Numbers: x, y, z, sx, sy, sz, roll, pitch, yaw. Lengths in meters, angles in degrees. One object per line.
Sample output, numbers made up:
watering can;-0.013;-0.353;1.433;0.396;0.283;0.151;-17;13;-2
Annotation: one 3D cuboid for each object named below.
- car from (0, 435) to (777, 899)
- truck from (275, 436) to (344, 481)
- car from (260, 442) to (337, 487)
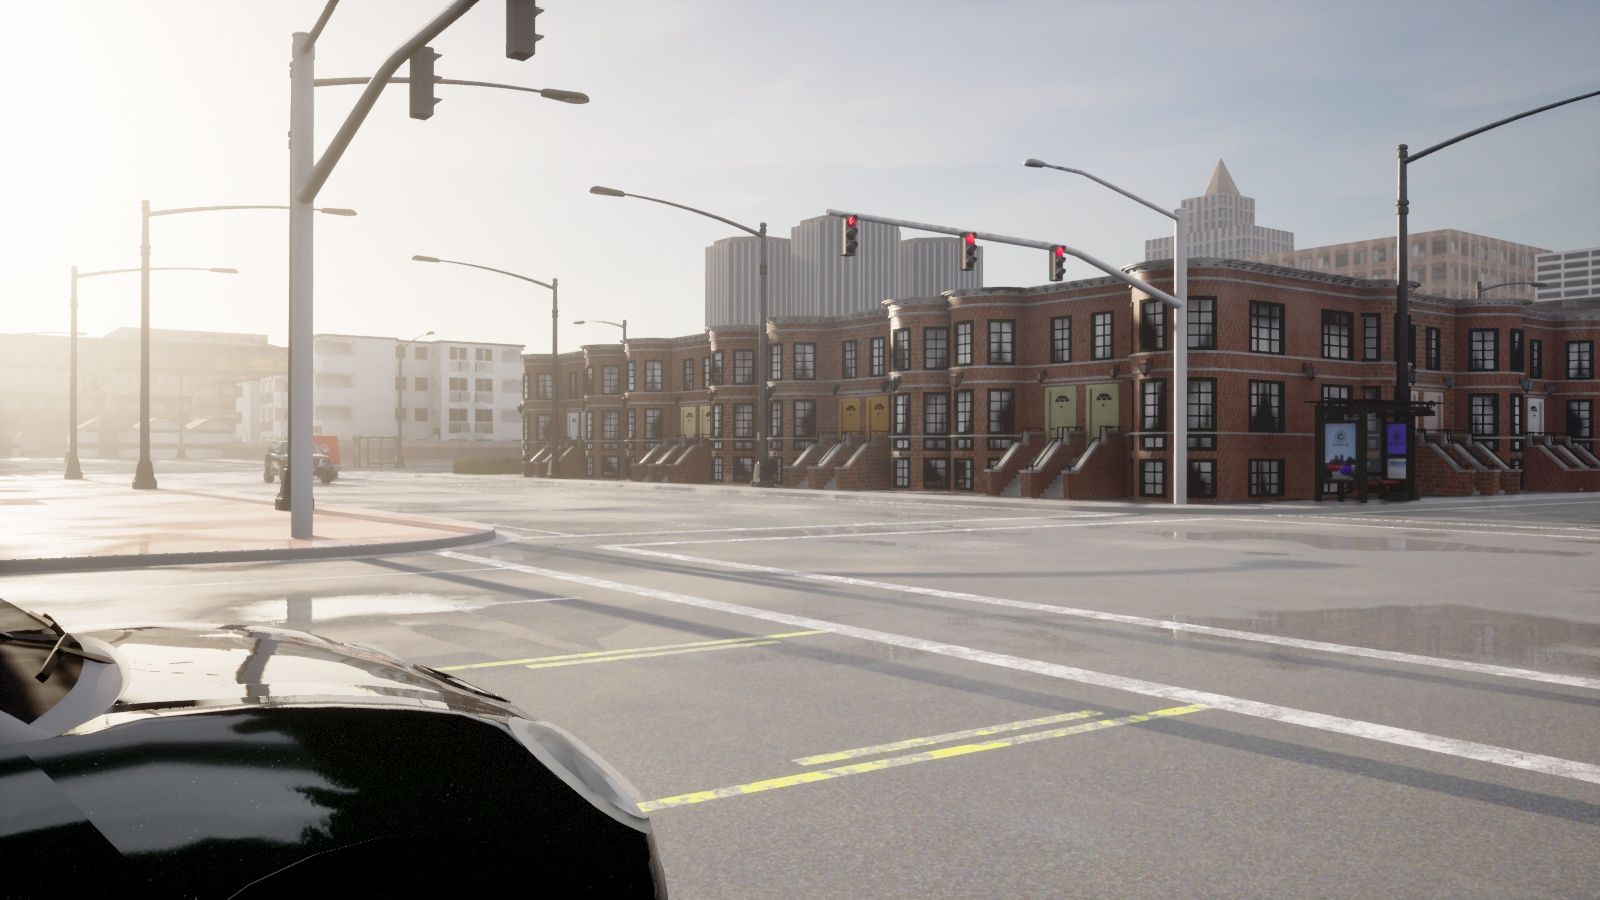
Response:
car;-2.171;0.720;2.205;3.806;1.475;1.970;0;0;-35
truck;-28.162;0.493;71.981;2.627;2.467;5.204;-1;0;-33
car;-23.900;0.660;59.724;2.150;2.045;5.566;0;0;-35
